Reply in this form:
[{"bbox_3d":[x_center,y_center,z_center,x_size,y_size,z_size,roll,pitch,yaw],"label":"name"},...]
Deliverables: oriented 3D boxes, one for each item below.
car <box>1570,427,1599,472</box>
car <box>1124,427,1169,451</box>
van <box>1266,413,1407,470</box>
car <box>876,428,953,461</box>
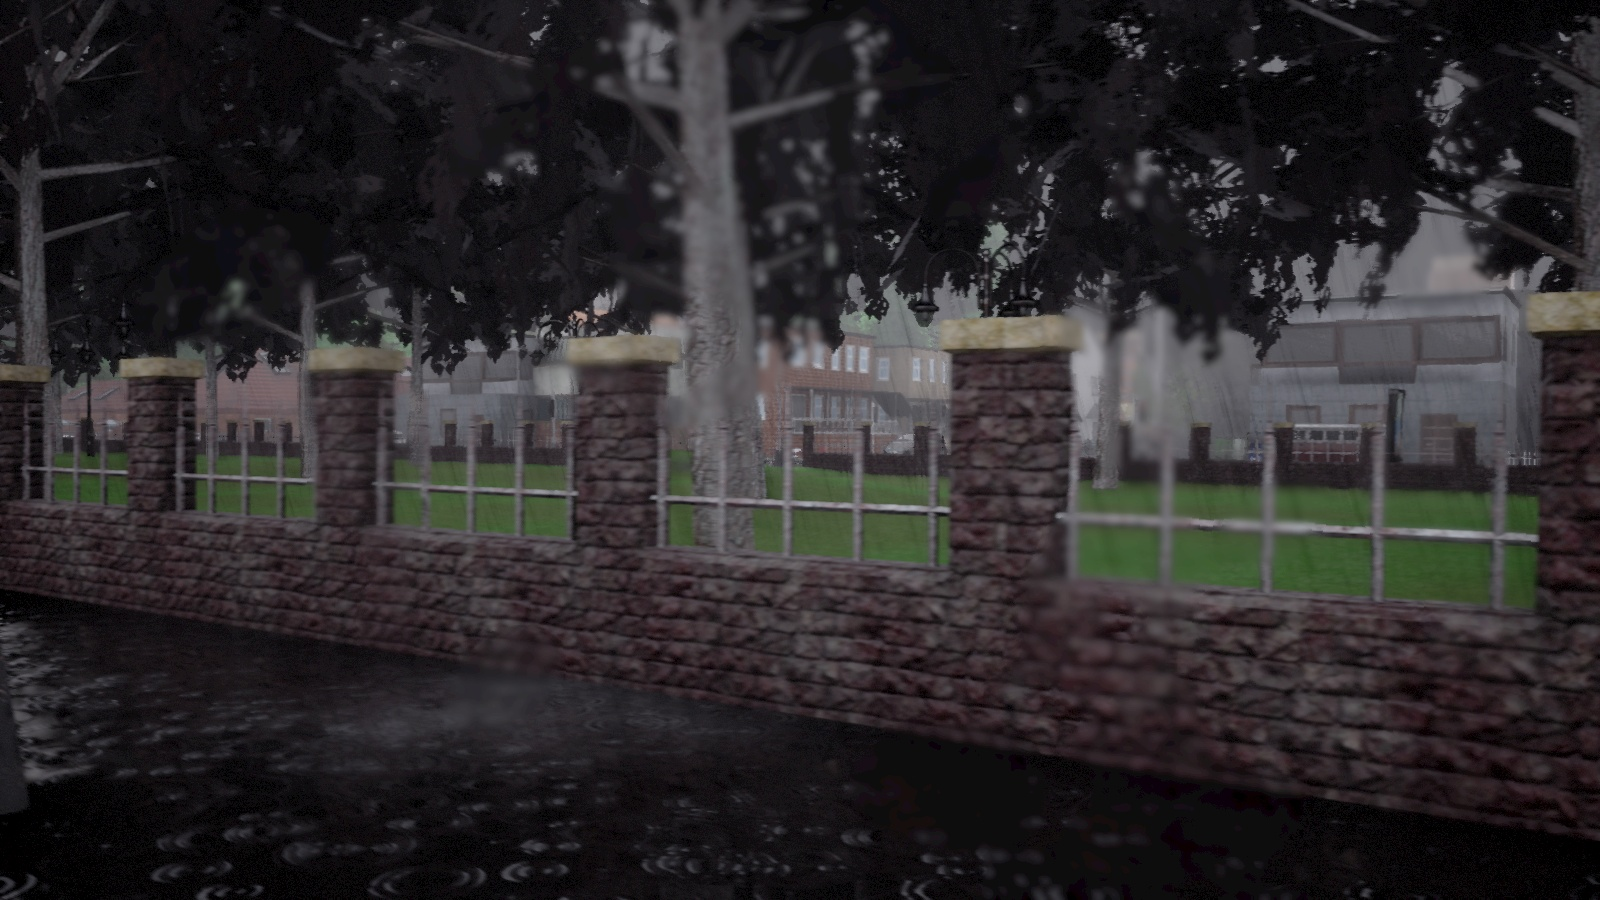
[{"bbox_3d":[27.480,-0.042,40.307,4.674,1.442,1.812,0,1,34],"label":"car"},{"bbox_3d":[23.925,-0.771,86.729,1.851,1.617,3.988,0,1,34],"label":"car"},{"bbox_3d":[19.466,-0.315,45.639,4.442,1.987,1.775,0,1,34],"label":"van"},{"bbox_3d":[6.199,-0.314,67.380,2.033,1.649,4.856,0,1,34],"label":"car"}]
